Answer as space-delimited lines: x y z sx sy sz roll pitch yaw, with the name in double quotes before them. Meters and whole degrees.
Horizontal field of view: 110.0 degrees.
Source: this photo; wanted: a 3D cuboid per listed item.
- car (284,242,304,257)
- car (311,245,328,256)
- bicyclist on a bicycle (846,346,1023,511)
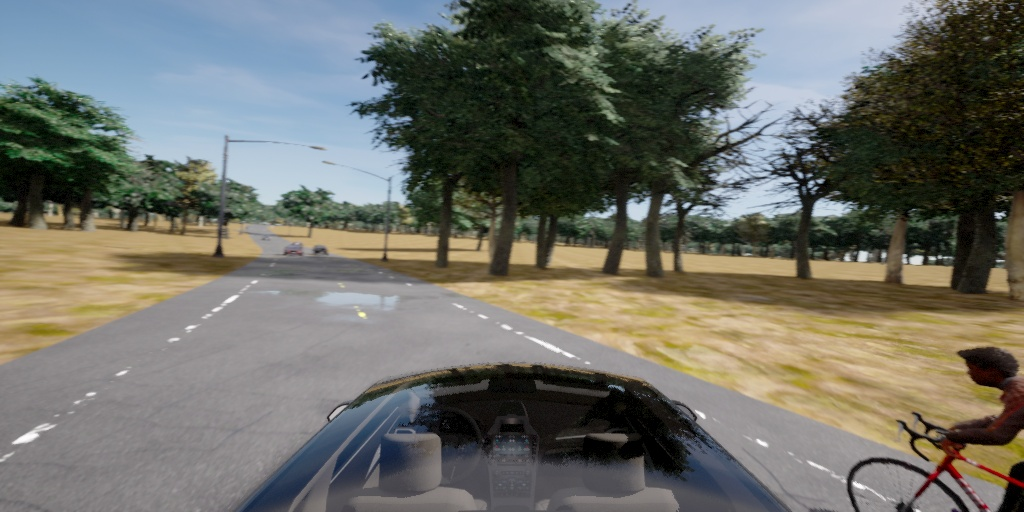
"car" -26.937 -0.693 44.198 1.994 1.385 4.181 4 0 -33
"car" -28.190 -0.889 52.574 1.837 1.490 4.892 4 1 -34
"bicyclist on a bicycle" 3.159 1.423 2.222 0.582 1.620 1.656 4 0 -28
